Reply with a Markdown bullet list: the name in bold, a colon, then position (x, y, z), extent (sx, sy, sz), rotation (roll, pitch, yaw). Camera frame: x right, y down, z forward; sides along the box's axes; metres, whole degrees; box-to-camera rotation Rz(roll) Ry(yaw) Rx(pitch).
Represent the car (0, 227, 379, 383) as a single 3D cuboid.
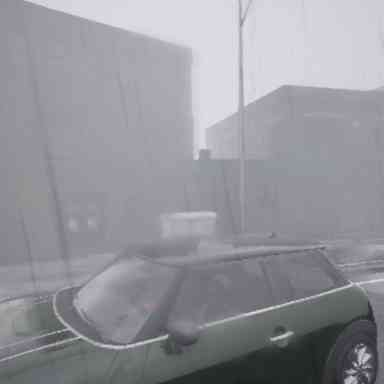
- **car**: position (-0.182, 1.318, 3.493), extent (4.553, 1.767, 2.097), rotation (0, 1, -30)
